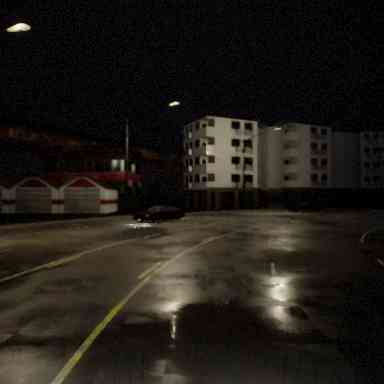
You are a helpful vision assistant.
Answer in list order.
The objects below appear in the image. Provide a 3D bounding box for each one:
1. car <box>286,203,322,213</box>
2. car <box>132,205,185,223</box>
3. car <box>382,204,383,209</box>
[{"bbox_3d":[14.712,2.052,43.747,4.718,1.301,1.895,0,-1,-28],"label":"car"},{"bbox_3d":[-2.722,1.845,28.698,2.033,1.411,5.357,-1,-1,33],"label":"car"},{"bbox_3d":[30.576,1.859,49.194,4.553,1.767,2.097,0,-1,-10],"label":"car"}]
